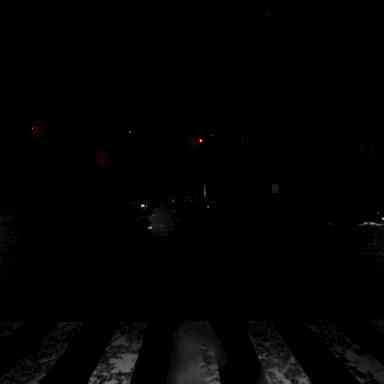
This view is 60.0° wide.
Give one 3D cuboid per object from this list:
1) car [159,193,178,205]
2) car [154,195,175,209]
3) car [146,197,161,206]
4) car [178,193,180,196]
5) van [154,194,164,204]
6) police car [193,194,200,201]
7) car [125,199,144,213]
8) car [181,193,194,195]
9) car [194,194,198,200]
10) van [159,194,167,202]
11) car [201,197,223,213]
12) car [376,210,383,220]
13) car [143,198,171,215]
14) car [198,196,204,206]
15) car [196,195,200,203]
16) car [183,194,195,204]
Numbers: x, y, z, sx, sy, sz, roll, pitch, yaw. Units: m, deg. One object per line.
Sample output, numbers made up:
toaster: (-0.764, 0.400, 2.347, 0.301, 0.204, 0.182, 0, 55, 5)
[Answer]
car: (-3.709, 1.364, 52.629, 2.097, 1.767, 4.553, 0, 0, -1)
car: (-3.581, 1.485, 43.311, 1.882, 1.535, 5.008, 0, 0, -1)
car: (-6.429, 1.579, 55.824, 1.947, 1.339, 4.313, 0, 0, -1)
car: (-3.820, 1.508, 62.408, 2.128, 1.511, 4.902, 0, 0, 0)
van: (-6.585, 1.361, 66.649, 1.690, 1.788, 3.998, 0, 0, -1)
police car: (1.203, 1.464, 90.558, 1.930, 1.638, 5.238, 0, 0, -1)
car: (-6.148, 1.556, 36.262, 2.008, 1.369, 4.403, 0, 0, -1)
car: (-0.943, 1.550, 75.571, 2.128, 1.511, 4.902, 0, 0, -1)
car: (2.000, 1.568, 62.584, 2.008, 1.369, 4.403, 0, 0, -1)
van: (-6.741, 1.369, 77.475, 1.690, 1.788, 3.998, 0, 0, -1)
car: (2.376, 1.556, 36.381, 2.008, 1.369, 4.403, 0, 0, -1)
car: (14.710, 1.249, 21.033, 5.357, 1.411, 2.033, -1, 0, -1)
car: (-3.417, 1.569, 33.326, 1.994, 1.385, 4.181, 0, 0, -2)
car: (2.220, 1.554, 47.269, 1.887, 1.381, 4.507, 0, 0, -1)
car: (2.142, 1.562, 52.713, 2.008, 1.369, 4.403, 0, 0, -1)
car: (-0.706, 1.620, 65.643, 1.895, 1.301, 4.718, 0, 0, -1)
